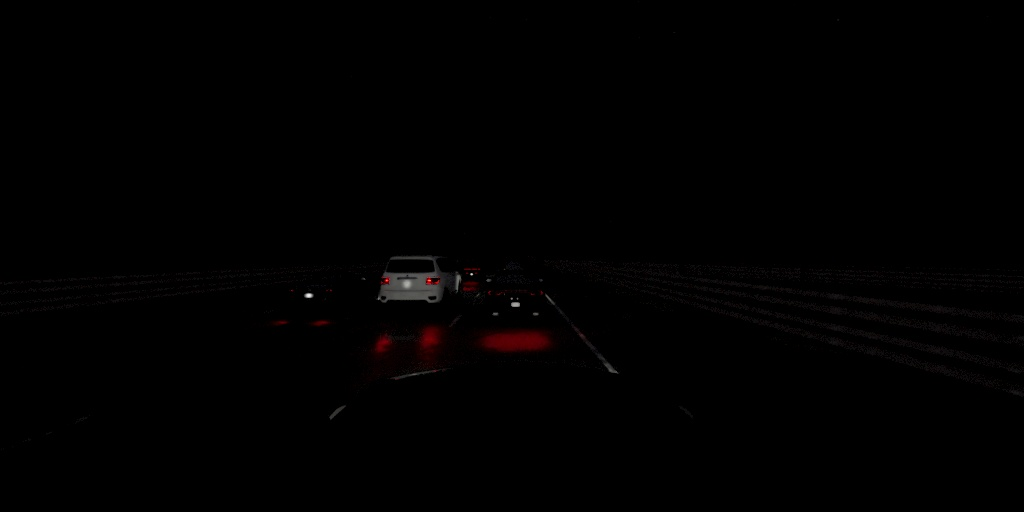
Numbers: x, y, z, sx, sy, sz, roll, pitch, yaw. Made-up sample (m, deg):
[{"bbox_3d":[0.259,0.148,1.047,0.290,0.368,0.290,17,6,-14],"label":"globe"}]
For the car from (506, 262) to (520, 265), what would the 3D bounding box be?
[{"bbox_3d":[0.098,1.306,33.616,1.812,1.442,4.674,0,0,0],"label":"car"}]

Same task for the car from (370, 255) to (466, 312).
[{"bbox_3d":[-3.403,0.978,14.319,2.150,2.045,5.566,0,0,0],"label":"car"}]

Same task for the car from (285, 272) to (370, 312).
[{"bbox_3d":[-6.901,1.321,14.199,1.994,1.385,4.181,0,0,0],"label":"car"}]

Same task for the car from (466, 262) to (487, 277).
[{"bbox_3d":[-3.399,1.284,32.664,1.837,1.490,4.892,0,0,0],"label":"car"}]

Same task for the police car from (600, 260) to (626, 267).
[{"bbox_3d":[14.704,1.418,52.738,2.038,1.542,4.974,0,0,-15],"label":"police car"}]

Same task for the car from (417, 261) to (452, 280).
[{"bbox_3d":[-6.901,1.253,32.427,2.128,1.511,4.902,0,1,0],"label":"car"}]

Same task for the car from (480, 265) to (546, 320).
[{"bbox_3d":[0.102,1.233,12.677,1.882,1.535,5.008,0,0,0],"label":"car"}]
